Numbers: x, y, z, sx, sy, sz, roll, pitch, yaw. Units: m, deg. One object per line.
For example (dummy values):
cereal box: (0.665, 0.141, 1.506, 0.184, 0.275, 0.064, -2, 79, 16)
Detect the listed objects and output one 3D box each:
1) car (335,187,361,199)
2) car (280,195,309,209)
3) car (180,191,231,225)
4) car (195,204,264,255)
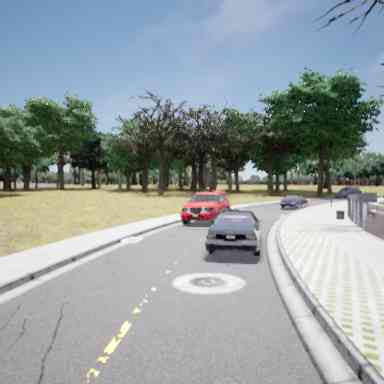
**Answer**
car: (26.771, 0.167, 56.984, 5.566, 2.045, 2.150, -2, 0, -36)
car: (11.124, 1.025, 36.014, 2.033, 1.411, 5.357, 0, 1, 33)
car: (1.061, 0.986, 21.733, 2.150, 2.045, 5.566, 0, 1, 19)
car: (1.741, 1.426, 12.890, 2.033, 1.411, 5.357, 0, 1, 12)
